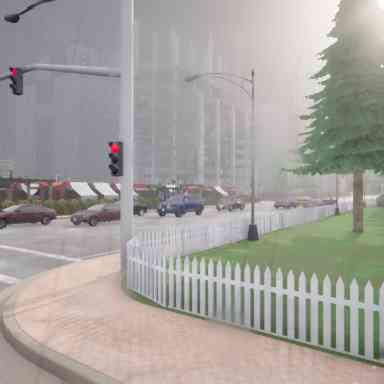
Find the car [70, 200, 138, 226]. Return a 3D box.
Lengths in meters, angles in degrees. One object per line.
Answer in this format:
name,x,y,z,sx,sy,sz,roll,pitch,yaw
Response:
car,-6.273,1.525,23.426,1.812,1.442,4.674,0,0,34

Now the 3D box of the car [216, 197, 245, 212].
car,4.663,1.491,39.692,2.128,1.511,4.902,0,0,34

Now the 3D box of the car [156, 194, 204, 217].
car,-0.967,1.221,31.349,2.150,2.045,5.566,0,0,34

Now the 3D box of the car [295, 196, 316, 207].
car,18.260,1.477,53.308,1.882,1.535,5.008,0,0,34

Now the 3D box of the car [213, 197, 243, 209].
car,5.173,1.491,46.670,2.128,1.511,4.902,0,0,34

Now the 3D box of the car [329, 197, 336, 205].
car,21.092,1.526,51.247,1.812,1.442,4.674,0,0,34

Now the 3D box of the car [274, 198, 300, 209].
car,12.774,1.547,45.155,2.033,1.411,5.357,0,0,34

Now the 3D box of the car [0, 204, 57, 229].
car,-11.387,1.525,22.133,1.812,1.442,4.674,0,0,36

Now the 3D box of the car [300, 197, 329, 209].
car,16.226,1.564,44.019,1.994,1.385,4.181,0,0,34

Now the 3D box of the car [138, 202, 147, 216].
car,-6.172,1.477,29.882,1.882,1.535,5.008,0,0,34
